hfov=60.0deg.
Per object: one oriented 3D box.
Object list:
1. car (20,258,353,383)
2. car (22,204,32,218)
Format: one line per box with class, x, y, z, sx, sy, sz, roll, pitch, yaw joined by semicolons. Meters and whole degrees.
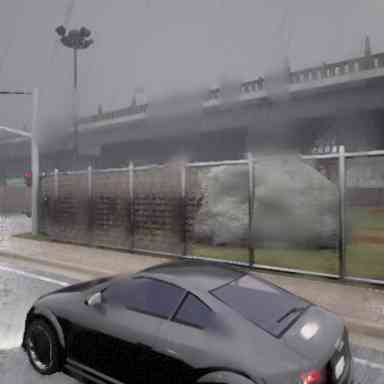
car;-0.288;1.580;4.211;4.181;1.385;1.994;0;0;35
car;-13.797;1.462;32.977;2.150;2.045;5.566;0;0;35
